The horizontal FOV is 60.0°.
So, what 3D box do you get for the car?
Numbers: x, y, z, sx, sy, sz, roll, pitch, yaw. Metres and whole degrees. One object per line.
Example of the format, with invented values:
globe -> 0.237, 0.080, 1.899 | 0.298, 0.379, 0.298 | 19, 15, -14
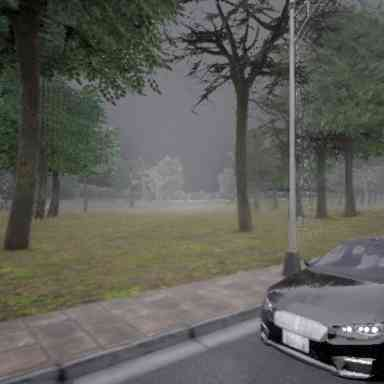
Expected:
car -> 3.191, 1.551, 5.535 | 4.902, 1.511, 2.128 | 0, -1, -38
